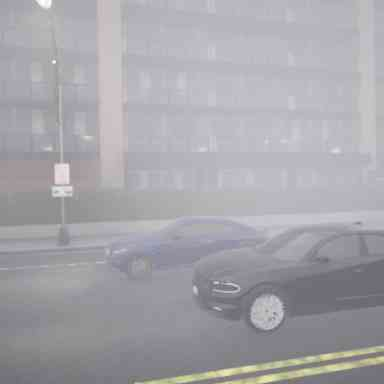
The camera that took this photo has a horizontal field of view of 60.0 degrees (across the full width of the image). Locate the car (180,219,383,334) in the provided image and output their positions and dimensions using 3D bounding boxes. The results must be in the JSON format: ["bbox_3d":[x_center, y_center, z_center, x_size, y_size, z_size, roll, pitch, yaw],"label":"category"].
[{"bbox_3d":[2.483,1.364,6.338,5.008,1.535,1.882,-1,1,-14],"label":"car"}]

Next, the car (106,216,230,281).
[{"bbox_3d":[-0.007,1.428,9.345,4.674,1.442,1.812,-1,1,-14],"label":"car"}]
